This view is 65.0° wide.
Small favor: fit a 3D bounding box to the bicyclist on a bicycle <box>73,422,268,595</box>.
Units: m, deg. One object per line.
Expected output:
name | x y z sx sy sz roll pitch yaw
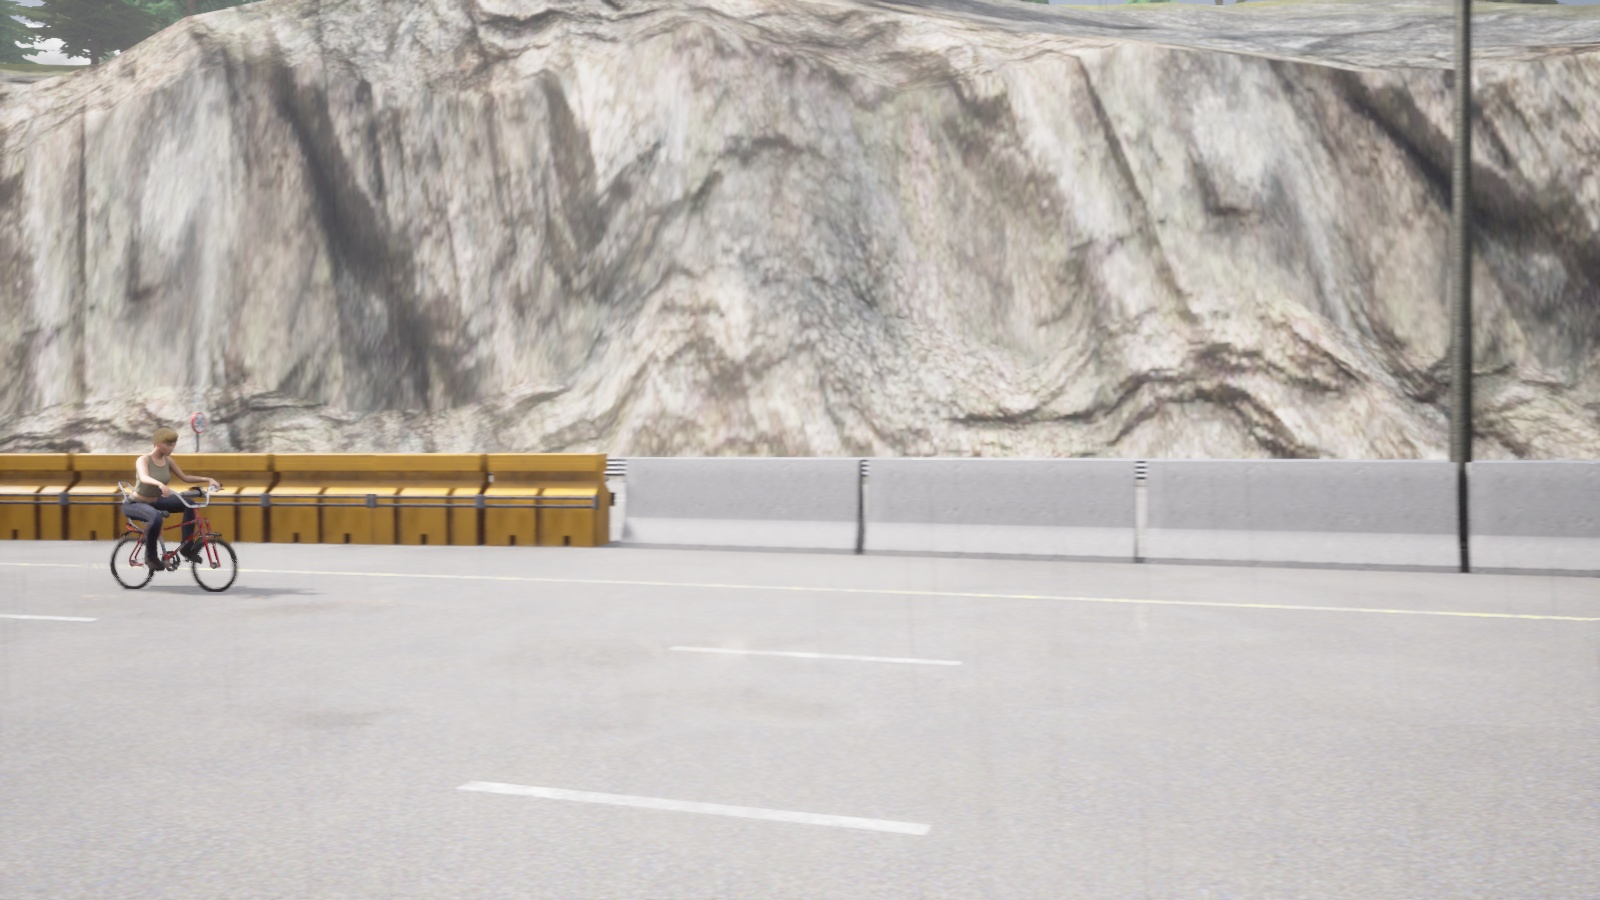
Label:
bicyclist on a bicycle | -6.177 0.540 12.359 1.509 1.612 0.866 0 1 15
